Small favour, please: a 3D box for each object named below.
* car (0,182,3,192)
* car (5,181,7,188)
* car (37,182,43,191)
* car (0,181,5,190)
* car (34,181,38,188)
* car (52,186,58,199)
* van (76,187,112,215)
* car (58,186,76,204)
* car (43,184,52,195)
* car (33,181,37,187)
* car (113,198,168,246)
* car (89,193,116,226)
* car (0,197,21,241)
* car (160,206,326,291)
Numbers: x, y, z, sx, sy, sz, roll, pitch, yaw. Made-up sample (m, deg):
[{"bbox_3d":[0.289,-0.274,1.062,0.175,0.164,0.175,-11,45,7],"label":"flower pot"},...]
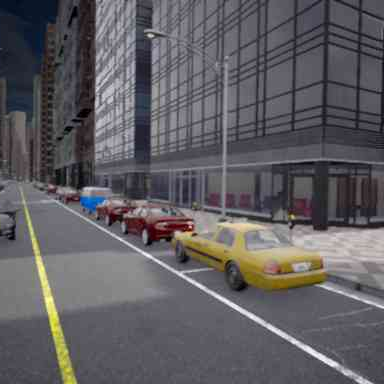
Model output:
[{"bbox_3d":[-32.316,-0.525,53.949,1.947,1.339,4.313,1,2,-28],"label":"car"},{"bbox_3d":[-40.067,-1.326,68.840,2.192,1.841,5.009,1,2,-28],"label":"car"},{"bbox_3d":[-29.932,-0.853,67.830,1.947,1.339,4.313,1,2,-28],"label":"car"},{"bbox_3d":[-34.896,-0.959,58.908,2.192,1.841,5.009,1,2,-28],"label":"car"},{"bbox_3d":[-35.103,-1.233,77.762,2.008,1.369,4.403,1,2,-28],"label":"car"},{"bbox_3d":[-14.414,0.127,38.029,1.967,1.590,4.097,1,2,-28],"label":"car"},{"bbox_3d":[-6.655,0.581,23.127,1.690,1.788,3.998,1,2,-28],"label":"van"},{"bbox_3d":[-11.831,0.416,33.066,1.887,1.381,4.507,1,2,-28],"label":"car"},{"bbox_3d":[-22.174,-0.322,52.930,1.887,1.381,4.507,1,2,-28],"label":"car"},{"bbox_3d":[-37.686,-1.525,82.726,1.967,1.590,4.097,1,2,-28],"label":"car"},{"bbox_3d":[-1.488,1.154,13.200,1.887,1.381,4.507,1,2,-28],"label":"car"},{"bbox_3d":[-4.074,0.969,18.166,1.887,1.381,4.507,1,2,-28],"label":"car"},{"bbox_3d":[-7.926,0.977,13.081,2.128,1.511,4.902,0,2,-27],"label":"car"},{"bbox_3d":[1.020,1.314,8.384,1.752,1.417,4.829,1,2,-28],"label":"car"}]
